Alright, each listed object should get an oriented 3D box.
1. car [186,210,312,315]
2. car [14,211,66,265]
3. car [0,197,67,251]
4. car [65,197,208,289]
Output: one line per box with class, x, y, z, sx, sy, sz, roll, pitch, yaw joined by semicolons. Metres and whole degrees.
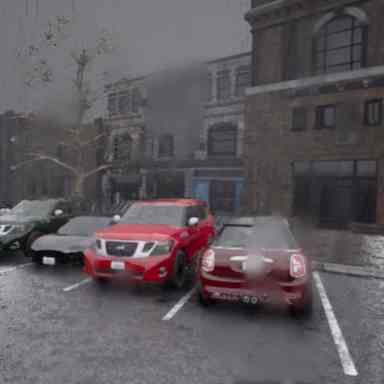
car;1.614;1.362;7.916;2.185;1.767;4.553;0;-1;16
car;-3.265;1.512;11.419;2.163;1.488;4.792;1;-1;16
car;-5.706;1.229;13.171;2.435;2.045;5.566;1;-1;16
car;-0.814;1.234;9.671;2.435;2.045;5.566;1;-1;16
